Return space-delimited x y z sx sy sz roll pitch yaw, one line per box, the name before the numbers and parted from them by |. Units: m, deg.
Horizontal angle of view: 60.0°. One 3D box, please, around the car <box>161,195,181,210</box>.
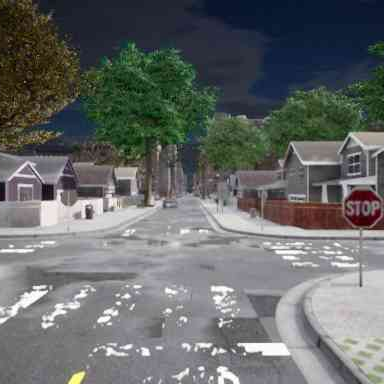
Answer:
car | -2.883 1.494 43.612 2.128 1.511 4.902 0 0 0
